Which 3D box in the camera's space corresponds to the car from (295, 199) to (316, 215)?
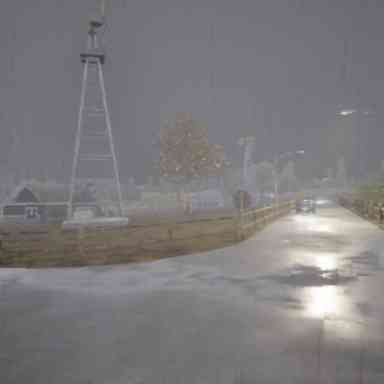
[{"bbox_3d":[12.093,1.553,35.389,2.128,1.511,4.902,-2,-1,21],"label":"car"}]
